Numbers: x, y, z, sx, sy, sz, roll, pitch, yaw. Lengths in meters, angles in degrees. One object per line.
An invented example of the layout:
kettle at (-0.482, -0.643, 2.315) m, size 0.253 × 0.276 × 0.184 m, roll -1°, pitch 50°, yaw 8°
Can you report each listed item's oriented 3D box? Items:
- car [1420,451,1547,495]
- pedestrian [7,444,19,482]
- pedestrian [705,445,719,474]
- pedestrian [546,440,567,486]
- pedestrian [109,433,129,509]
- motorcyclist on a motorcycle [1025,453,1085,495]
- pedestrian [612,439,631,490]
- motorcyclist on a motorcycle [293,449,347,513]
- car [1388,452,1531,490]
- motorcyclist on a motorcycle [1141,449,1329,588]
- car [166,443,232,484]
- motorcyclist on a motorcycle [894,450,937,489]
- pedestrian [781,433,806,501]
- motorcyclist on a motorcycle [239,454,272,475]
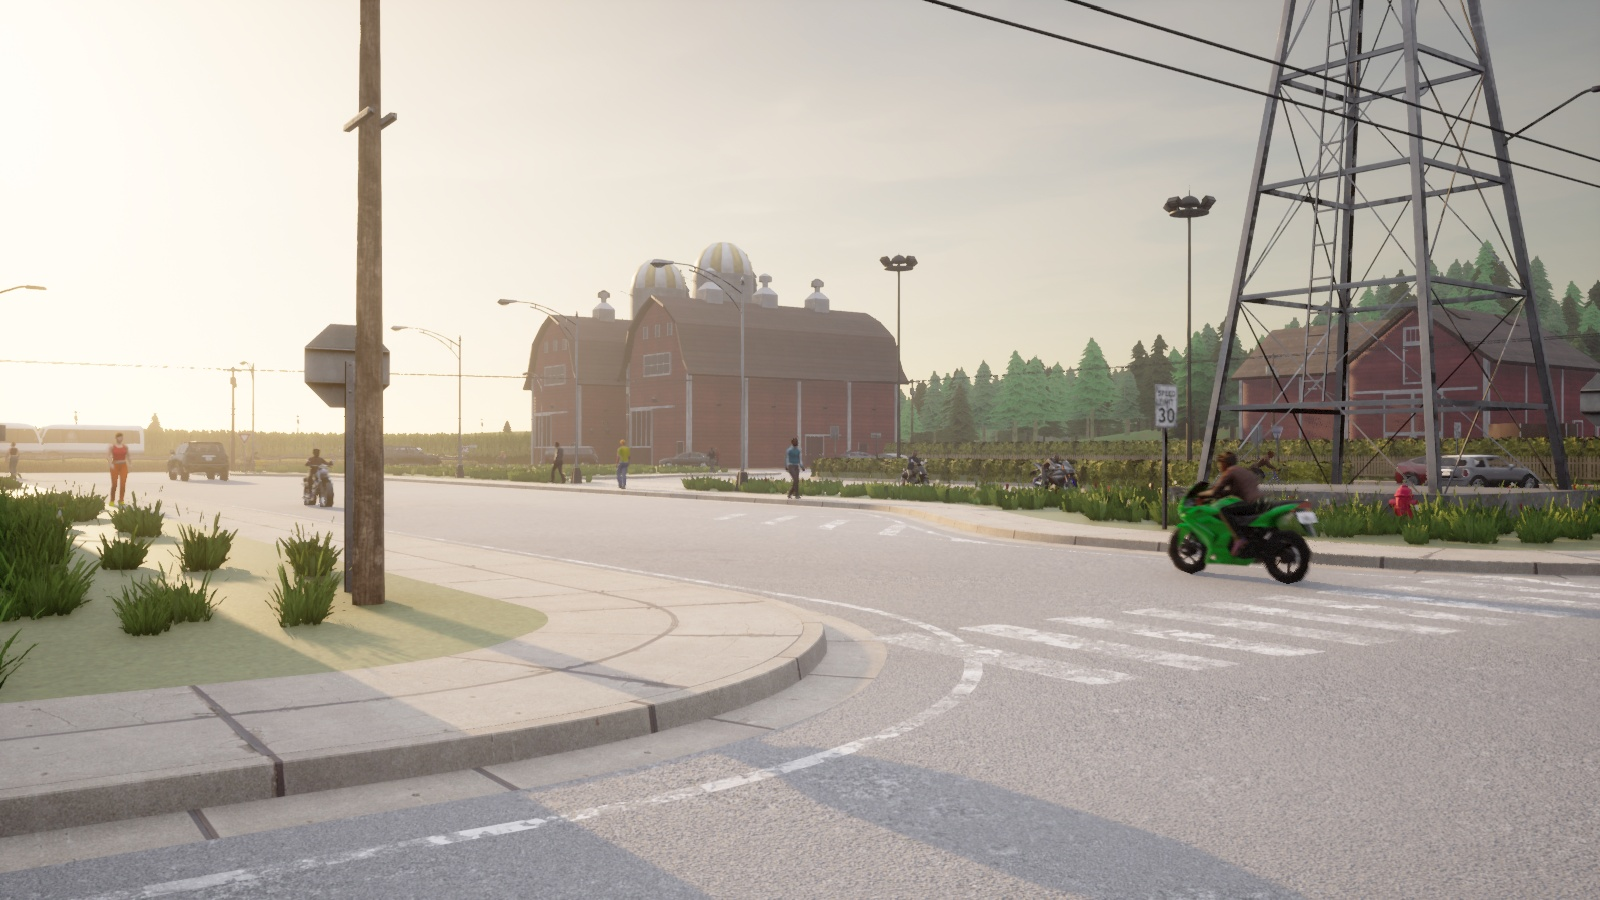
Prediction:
car at (23.825, 0.767, 43.776) m, size 3.806 × 1.475 × 1.970 m, roll 0°, pitch 0°, yaw -24°
pedestrian at (-38.586, 0.633, 61.570) m, size 0.594 × 1.836 × 0.345 m, roll 0°, pitch 0°, yaw 42°
pedestrian at (-5.716, 0.611, 81.451) m, size 0.563 × 1.883 × 0.849 m, roll 0°, pitch 0°, yaw 25°
pedestrian at (-10.312, 0.552, 53.120) m, size 0.788 × 1.949 × 0.423 m, roll 0°, pitch 0°, yaw 30°
pedestrian at (-16.538, 0.510, 30.510) m, size 0.345 × 1.836 × 0.594 m, roll 0°, pitch 0°, yaw -36°
motorcyclist on a motorcycle at (9.525, 0.874, 46.935) m, size 0.866 × 1.530 × 2.191 m, roll 0°, pitch 0°, yaw -36°
pedestrian at (-6.491, 0.526, 45.664) m, size 0.354 × 1.836 × 0.706 m, roll 0°, pitch 0°, yaw -38°
motorcyclist on a motorcycle at (-12.965, 0.806, 33.888) m, size 0.766 × 1.649 × 2.350 m, roll 0°, pitch 0°, yaw -36°
car at (27.141, 0.814, 51.832) m, size 2.163 × 1.488 × 4.792 m, roll 0°, pitch 0°, yaw -35°
motorcyclist on a motorcycle at (5.108, 0.752, 14.885) m, size 0.797 × 1.523 × 2.044 m, roll -1°, pitch 0°, yaw -33°
car at (-31.218, 0.689, 65.112) m, size 2.150 × 2.045 × 5.566 m, roll 0°, pitch 0°, yaw -36°
motorcyclist on a motorcycle at (4.897, 0.818, 53.397) m, size 0.866 × 1.590 × 1.817 m, roll 0°, pitch 0°, yaw -35°
pedestrian at (-0.186, 0.488, 35.981) m, size 0.396 × 1.930 × 0.692 m, roll 0°, pitch 0°, yaw -35°
motorcyclist on a motorcycle at (-39.362, 1.032, 90.804) m, size 2.044 × 1.523 × 0.797 m, roll 0°, pitch 0°, yaw -35°
